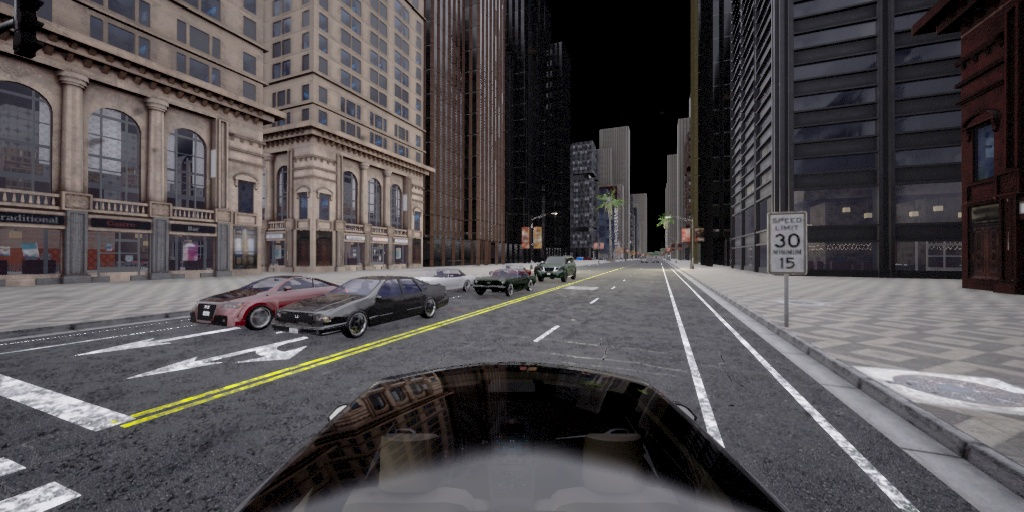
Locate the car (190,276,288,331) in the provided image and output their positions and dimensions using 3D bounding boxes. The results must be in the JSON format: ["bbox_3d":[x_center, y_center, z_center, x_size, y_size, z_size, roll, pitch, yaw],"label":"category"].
[{"bbox_3d":[-7.198,1.315,11.173,1.994,1.385,4.181,0,0,23],"label":"car"}]

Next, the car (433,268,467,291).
[{"bbox_3d":[-3.871,1.356,19.278,1.895,1.301,4.718,0,0,22],"label":"car"}]

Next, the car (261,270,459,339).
[{"bbox_3d":[-3.934,1.299,10.576,2.033,1.411,5.357,0,0,22],"label":"car"}]

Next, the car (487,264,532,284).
[{"bbox_3d":[-0.081,1.364,28.490,1.895,1.301,4.718,0,0,23],"label":"car"}]

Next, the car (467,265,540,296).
[{"bbox_3d":[-0.287,1.357,19.444,1.895,1.301,4.718,0,0,23],"label":"car"}]

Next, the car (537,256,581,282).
[{"bbox_3d":[3.785,0.986,29.336,2.150,2.045,5.566,0,0,22],"label":"car"}]
